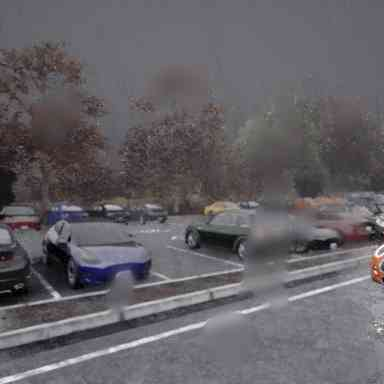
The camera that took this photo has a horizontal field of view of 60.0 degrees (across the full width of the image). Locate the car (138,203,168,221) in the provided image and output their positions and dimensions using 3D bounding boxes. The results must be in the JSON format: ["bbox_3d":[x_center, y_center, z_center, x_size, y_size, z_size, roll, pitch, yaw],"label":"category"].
[{"bbox_3d":[-3.617,1.572,25.123,2.231,1.521,4.892,0,0,-35],"label":"car"}]

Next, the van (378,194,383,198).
[{"bbox_3d":[21.565,0.997,42.599,1.878,1.987,4.442,-1,1,-35],"label":"van"}]

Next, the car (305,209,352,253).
[{"bbox_3d":[3.935,1.607,14.415,2.163,1.488,4.792,0,0,-35],"label":"car"}]

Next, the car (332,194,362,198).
[{"bbox_3d":[16.832,1.332,39.658,1.946,1.575,5.366,-1,1,-35],"label":"car"}]

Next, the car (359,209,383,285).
[{"bbox_3d":[6.448,1.390,8.282,4.553,1.767,2.097,0,0,-35],"label":"car"}]

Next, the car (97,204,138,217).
[{"bbox_3d":[-6.008,1.554,23.452,2.097,1.535,5.008,0,0,-35],"label":"car"}]

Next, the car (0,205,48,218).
[{"bbox_3d":[-10.568,1.525,20.233,2.163,1.488,4.792,1,-1,-35],"label":"car"}]

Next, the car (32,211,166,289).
[{"bbox_3d":[-2.924,1.535,9.618,2.163,1.488,4.792,1,0,-35],"label":"car"}]

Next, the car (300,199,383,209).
[{"bbox_3d":[8.469,1.458,17.659,2.185,1.767,4.553,0,0,-35],"label":"car"}]

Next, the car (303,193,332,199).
[{"bbox_3d":[12.254,1.319,36.268,2.185,1.767,4.553,-1,1,-35],"label":"car"}]

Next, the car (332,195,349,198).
[{"bbox_3d":[14.559,1.393,37.835,2.097,1.535,5.008,-1,1,-35],"label":"car"}]

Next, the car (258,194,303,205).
[{"bbox_3d":[7.681,1.271,33.066,2.435,2.045,5.566,-1,0,-35],"label":"car"}]

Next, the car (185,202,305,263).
[{"bbox_3d":[1.652,1.436,12.816,2.185,1.767,4.553,0,0,-35],"label":"car"}]

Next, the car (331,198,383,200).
[{"bbox_3d":[10.747,1.447,19.253,2.185,1.767,4.553,-1,0,-35],"label":"car"}]

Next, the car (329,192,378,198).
[{"bbox_3d":[19.232,1.028,41.075,2.435,2.045,5.566,-1,1,-35],"label":"car"}]

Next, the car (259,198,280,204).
[{"bbox_3d":[5.411,1.549,31.451,2.097,1.535,5.008,-1,0,-35],"label":"car"}]

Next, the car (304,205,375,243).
[{"bbox_3d":[6.186,1.614,16.060,2.163,1.488,4.792,0,0,-35],"label":"car"}]

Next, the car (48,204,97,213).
[{"bbox_3d":[-8.295,1.529,21.853,2.097,1.535,5.008,1,0,-35],"label":"car"}]

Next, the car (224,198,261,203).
[{"bbox_3d":[3.235,1.564,29.696,1.946,1.575,5.366,0,0,-35],"label":"car"}]

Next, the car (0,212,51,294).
[{"bbox_3d":[-5.214,1.460,8.045,2.231,1.521,4.892,1,-1,-35],"label":"car"}]
